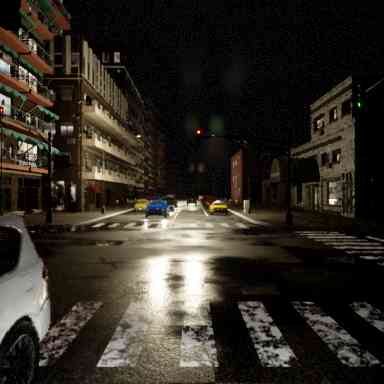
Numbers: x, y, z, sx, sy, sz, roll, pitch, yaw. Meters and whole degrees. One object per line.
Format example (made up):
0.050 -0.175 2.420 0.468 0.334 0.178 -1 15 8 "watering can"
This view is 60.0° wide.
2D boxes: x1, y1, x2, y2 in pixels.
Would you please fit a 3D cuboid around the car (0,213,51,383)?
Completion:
-2.809 1.224 1.853 2.150 2.045 5.566 0 0 0 "car"

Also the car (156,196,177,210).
-3.119 1.548 39.990 1.812 1.442 4.674 0 0 0 "car"

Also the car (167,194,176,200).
-5.777 1.430 94.775 2.192 1.841 5.009 0 0 0 "car"

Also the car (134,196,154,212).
-5.725 1.547 39.212 1.752 1.417 4.829 0 0 0 "car"

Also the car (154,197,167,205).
-5.746 1.600 61.539 2.008 1.369 4.403 0 0 0 "car"

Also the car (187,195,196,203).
-0.066 1.432 70.658 1.882 1.535 5.008 0 0 0 "car"

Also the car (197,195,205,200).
2.603 1.666 94.783 2.008 1.369 4.403 0 0 0 "car"

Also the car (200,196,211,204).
2.630 1.609 67.087 2.008 1.369 4.403 0 0 0 "car"

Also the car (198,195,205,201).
2.608 1.628 89.414 1.752 1.417 4.829 0 0 0 "car"

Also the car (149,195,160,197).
-5.734 1.349 50.461 2.192 1.841 5.009 0 0 0 "car"

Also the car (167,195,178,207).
-3.122 1.538 50.059 1.837 1.490 4.892 0 0 0 "car"

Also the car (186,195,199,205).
-0.056 1.595 60.238 2.033 1.411 5.357 0 0 0 "car"

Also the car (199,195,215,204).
2.646 1.349 50.470 2.192 1.841 5.009 0 0 0 "car"

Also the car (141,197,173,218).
-3.128 1.492 30.712 1.882 1.535 5.008 0 0 0 "car"

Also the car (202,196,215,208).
2.651 1.609 44.930 1.802 1.307 4.206 0 0 0 "car"

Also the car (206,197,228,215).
2.661 1.543 34.022 1.752 1.417 4.829 0 0 0 "car"

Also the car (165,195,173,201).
-5.767 1.530 83.696 1.967 1.590 4.097 0 0 0 "car"
